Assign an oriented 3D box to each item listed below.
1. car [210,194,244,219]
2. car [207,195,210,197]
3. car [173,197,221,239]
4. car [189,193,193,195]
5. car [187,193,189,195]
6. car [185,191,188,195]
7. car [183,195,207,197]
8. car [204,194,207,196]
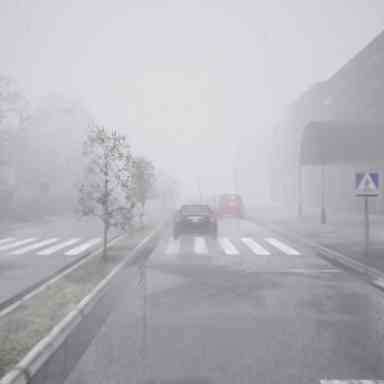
[{"bbox_3d":[3.169,1.166,28.936,2.435,2.045,5.566,0,0,0],"label":"car"},{"bbox_3d":[3.217,1.386,39.994,2.231,1.521,4.892,0,0,0],"label":"car"},{"bbox_3d":[0.170,1.318,17.316,2.097,1.767,4.553,0,0,0],"label":"car"},{"bbox_3d":[1.200,1.206,84.542,2.231,1.521,4.892,0,0,-5],"label":"car"},{"bbox_3d":[0.622,1.174,90.074,2.097,1.535,5.008,0,0,-6],"label":"car"},{"bbox_3d":[-0.011,1.143,95.606,2.097,1.535,5.008,0,0,-6],"label":"car"},{"bbox_3d":[0.248,1.406,35.433,2.128,1.511,4.902,0,0,0],"label":"car"},{"bbox_3d":[3.242,1.243,45.521,2.185,1.767,4.553,1,0,0],"label":"car"}]
